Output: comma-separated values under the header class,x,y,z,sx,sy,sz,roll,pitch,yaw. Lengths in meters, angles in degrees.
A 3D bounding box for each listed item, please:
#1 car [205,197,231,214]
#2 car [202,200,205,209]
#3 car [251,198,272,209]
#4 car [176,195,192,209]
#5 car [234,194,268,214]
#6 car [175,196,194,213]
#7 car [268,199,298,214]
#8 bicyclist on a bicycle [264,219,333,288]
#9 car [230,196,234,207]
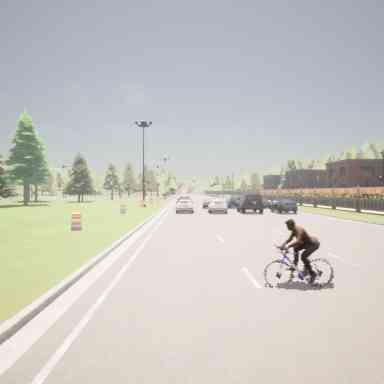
class,x,y,z,sx,sy,sz,roll,pitch,yaw
car,2.724,1.526,35.685,1.812,1.442,4.674,0,0,-1
car,2.432,1.601,45.794,1.895,1.301,4.718,0,0,-1
car,9.441,1.564,45.422,1.994,1.385,4.181,0,0,-1
car,-1.071,1.352,46.271,2.097,1.767,4.553,0,0,-1
car,6.211,1.221,35.827,2.150,2.045,5.566,0,0,0
car,-0.791,1.526,36.260,1.812,1.442,4.674,0,0,-1
car,9.725,1.491,35.433,2.128,1.511,4.902,0,0,-1
bicyclist on a bicycle,2.489,1.455,7.792,1.656,1.620,0.582,-2,0,-1
car,5.929,1.352,46.304,2.097,1.767,4.553,0,0,-1
